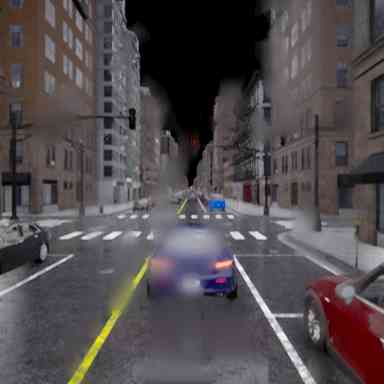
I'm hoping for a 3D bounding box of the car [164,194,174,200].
[{"bbox_3d":[-5.302,1.104,75.840,1.947,1.339,4.313,0,0,0],"label":"car"}]

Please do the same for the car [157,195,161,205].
[{"bbox_3d":[-5.341,1.299,41.749,1.887,1.381,4.507,0,0,0],"label":"car"}]

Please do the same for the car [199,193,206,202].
[{"bbox_3d":[2.704,1.232,58.792,1.802,1.307,4.206,0,0,0],"label":"car"}]

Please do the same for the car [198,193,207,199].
[{"bbox_3d":[2.736,1.014,87.198,2.008,1.369,4.403,0,0,0],"label":"car"}]

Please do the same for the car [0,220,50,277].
[{"bbox_3d":[-5.379,1.498,8.987,2.008,1.369,4.403,0,0,0],"label":"car"}]

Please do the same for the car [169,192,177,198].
[{"bbox_3d":[-5.282,0.866,92.884,1.967,1.590,4.097,0,0,0],"label":"car"}]

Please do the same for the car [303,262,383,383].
[{"bbox_3d":[2.640,1.419,3.467,1.967,1.590,4.097,0,0,0],"label":"car"}]

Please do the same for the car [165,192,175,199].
[{"bbox_3d":[-5.295,0.816,81.520,2.192,1.841,5.009,0,0,0],"label":"car"}]

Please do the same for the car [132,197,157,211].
[{"bbox_3d":[-5.348,1.338,36.068,2.008,1.369,4.403,0,0,0],"label":"car"}]

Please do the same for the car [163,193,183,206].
[{"bbox_3d":[-2.783,1.274,49.109,1.994,1.385,4.181,0,0,0],"label":"car"}]

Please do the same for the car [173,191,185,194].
[{"bbox_3d":[-2.703,1.112,65.906,1.837,1.490,4.892,0,0,1],"label":"car"}]

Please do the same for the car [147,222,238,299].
[{"bbox_3d":[0.013,1.477,8.217,1.812,1.442,4.674,0,0,0],"label":"car"}]

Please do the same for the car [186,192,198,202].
[{"bbox_3d":[0.126,1.151,65.817,2.033,1.411,5.357,0,0,0],"label":"car"}]

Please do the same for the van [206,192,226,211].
[{"bbox_3d":[2.677,1.128,36.066,1.690,1.788,3.998,0,0,0],"label":"van"}]

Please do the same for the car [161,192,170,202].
[{"bbox_3d":[-5.322,1.177,58.625,1.752,1.417,4.829,0,0,0],"label":"car"}]

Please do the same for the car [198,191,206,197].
[{"bbox_3d":[2.711,0.928,64.472,2.192,1.841,5.009,0,0,0],"label":"car"}]

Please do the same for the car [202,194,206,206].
[{"bbox_3d":[2.691,1.302,47.429,1.802,1.307,4.206,0,0,0],"label":"car"}]
